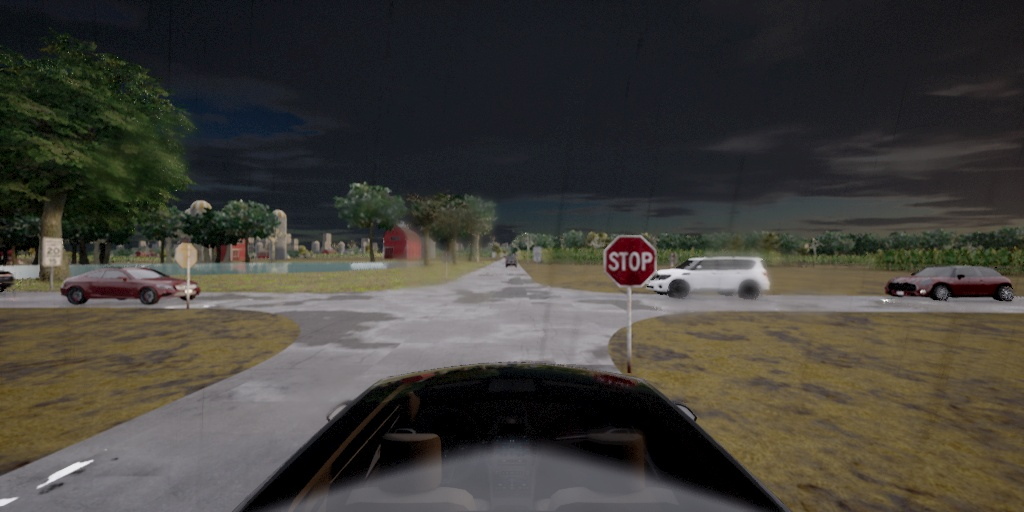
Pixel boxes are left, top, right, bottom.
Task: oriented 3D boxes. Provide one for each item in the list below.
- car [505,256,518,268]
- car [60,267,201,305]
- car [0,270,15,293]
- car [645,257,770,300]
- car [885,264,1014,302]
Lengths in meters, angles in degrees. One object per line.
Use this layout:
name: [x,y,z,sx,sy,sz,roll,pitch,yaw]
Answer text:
car: [-0.109,1.213,61.126,1.837,1.490,4.892,0,0,0]
car: [-15.538,1.182,14.700,4.674,1.442,1.812,0,-1,1]
car: [-27.782,1.160,17.629,4.902,1.511,2.128,0,-1,0]
car: [9.669,1.065,17.937,5.566,2.045,2.150,0,-1,2]
car: [21.541,1.277,17.830,4.553,1.767,2.097,0,-1,0]
